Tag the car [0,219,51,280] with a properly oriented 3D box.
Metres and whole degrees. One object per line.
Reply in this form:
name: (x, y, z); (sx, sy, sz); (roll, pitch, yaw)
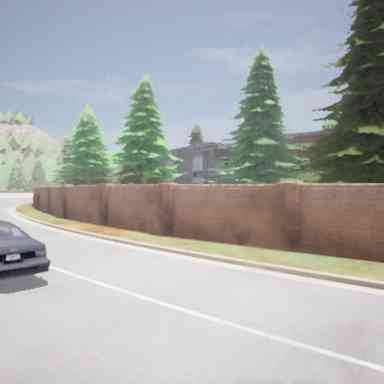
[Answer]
car: (-5.772, 1.453, 9.023); (5.357, 1.411, 2.033); (1, 0, 43)
